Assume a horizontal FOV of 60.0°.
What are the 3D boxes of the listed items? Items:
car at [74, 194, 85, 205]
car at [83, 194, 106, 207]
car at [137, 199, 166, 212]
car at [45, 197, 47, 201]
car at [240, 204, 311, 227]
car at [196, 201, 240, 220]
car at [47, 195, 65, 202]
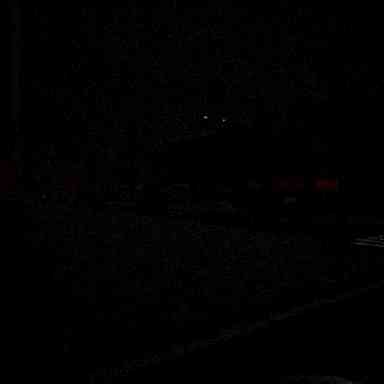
[{"bbox_3d":[-17.609,1.175,54.350,2.192,1.841,5.009,0,0,-36],"label":"car"},{"bbox_3d":[-14.283,1.425,49.744,1.947,1.339,4.313,0,0,-36],"label":"car"},{"bbox_3d":[-4.313,1.433,35.928,1.947,1.339,4.313,0,0,-36],"label":"car"},{"bbox_3d":[-30.901,1.450,72.774,1.802,1.307,4.206,-1,0,-36],"label":"car"},{"bbox_3d":[5.658,1.442,22.111,1.887,1.381,4.507,0,0,-36],"label":"car"},{"bbox_3d":[2.235,1.410,26.855,1.752,1.417,4.829,0,0,-36],"label":"car"},{"bbox_3d":[-27.578,1.305,68.167,1.967,1.590,4.097,0,0,-36],"label":"car"}]
